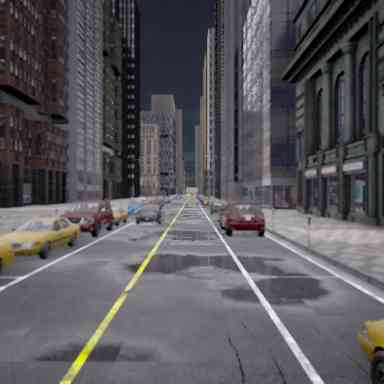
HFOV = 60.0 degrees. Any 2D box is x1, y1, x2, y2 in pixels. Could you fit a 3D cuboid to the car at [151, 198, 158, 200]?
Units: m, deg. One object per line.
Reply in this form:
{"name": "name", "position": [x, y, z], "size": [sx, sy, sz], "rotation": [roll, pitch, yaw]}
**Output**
{"name": "car", "position": [-5.776, 1.754, 41.267], "size": [2.008, 1.369, 4.403], "rotation": [0, 0, 0]}

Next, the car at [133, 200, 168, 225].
{"name": "car", "position": [-3.106, 1.627, 25.454], "size": [1.837, 1.490, 4.892], "rotation": [0, 0, 0]}

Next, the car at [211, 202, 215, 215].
{"name": "car", "position": [2.754, 1.667, 24.354], "size": [2.008, 1.369, 4.403], "rotation": [0, 0, 0]}

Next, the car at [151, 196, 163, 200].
{"name": "car", "position": [-5.778, 1.549, 46.908], "size": [2.192, 1.841, 5.009], "rotation": [0, 0, 0]}

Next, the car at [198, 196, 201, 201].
{"name": "car", "position": [2.744, 1.893, 63.836], "size": [1.947, 1.339, 4.313], "rotation": [0, 0, 0]}

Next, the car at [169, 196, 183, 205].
{"name": "car", "position": [-3.020, 1.942, 66.834], "size": [1.895, 1.301, 4.718], "rotation": [0, 0, 0]}

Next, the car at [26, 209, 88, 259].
{"name": "car", "position": [-5.768, 1.586, 12.894], "size": [1.752, 1.417, 4.829], "rotation": [0, 0, 0]}

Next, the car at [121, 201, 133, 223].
{"name": "car", "position": [-5.771, 1.641, 24.175], "size": [1.752, 1.417, 4.829], "rotation": [0, 0, 0]}

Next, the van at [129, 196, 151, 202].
{"name": "van", "position": [-5.775, 1.515, 35.627], "size": [1.690, 1.788, 3.998], "rotation": [0, 0, 0]}

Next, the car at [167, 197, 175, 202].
{"name": "car", "position": [-5.788, 2.007, 91.863], "size": [1.752, 1.417, 4.829], "rotation": [0, 0, 0]}

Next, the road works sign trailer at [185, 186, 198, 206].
{"name": "road works sign trailer", "position": [-0.017, 0.775, 61.230], "size": [2.380, 3.560, 2.880], "rotation": [0, 0, 0]}

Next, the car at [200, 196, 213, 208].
{"name": "car", "position": [2.746, 1.705, 52.556], "size": [1.967, 1.590, 4.097], "rotation": [0, 0, 0]}

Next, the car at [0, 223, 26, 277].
{"name": "car", "position": [-5.767, 1.560, 7.253], "size": [1.752, 1.417, 4.829], "rotation": [0, 0, 0]}

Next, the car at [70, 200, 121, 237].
{"name": "car", "position": [-5.771, 1.404, 18.705], "size": [2.192, 1.841, 5.009], "rotation": [0, 0, 0]}

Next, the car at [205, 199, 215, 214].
{"name": "car", "position": [2.751, 1.725, 35.635], "size": [2.008, 1.369, 4.403], "rotation": [0, 0, 0]}

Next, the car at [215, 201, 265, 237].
{"name": "car", "position": [2.754, 1.404, 18.715], "size": [2.192, 1.841, 5.009], "rotation": [0, 0, 0]}

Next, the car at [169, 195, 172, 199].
{"name": "car", "position": [-5.784, 1.956, 75.111], "size": [1.947, 1.339, 4.313], "rotation": [0, 0, 0]}

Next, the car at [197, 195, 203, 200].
{"name": "car", "position": [2.740, 1.966, 80.758], "size": [1.887, 1.381, 4.507], "rotation": [0, 0, 0]}

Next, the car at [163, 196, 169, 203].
{"name": "car", "position": [-5.781, 1.611, 58.190], "size": [2.192, 1.841, 5.009], "rotation": [0, 0, 0]}

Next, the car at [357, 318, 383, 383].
{"name": "car", "position": [2.759, 1.535, 1.963], "size": [1.752, 1.417, 4.829], "rotation": [0, 0, 0]}
